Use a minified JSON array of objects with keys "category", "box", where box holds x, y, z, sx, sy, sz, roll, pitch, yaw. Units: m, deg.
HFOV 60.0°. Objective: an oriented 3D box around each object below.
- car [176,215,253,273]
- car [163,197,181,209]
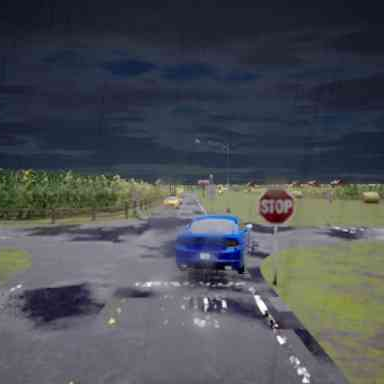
[{"category":"car","box":[0.892,1.483,10.847,1.882,1.535,5.008,0,0,13]},{"category":"car","box":[-2.834,1.450,45.594,1.882,1.535,5.008,0,0,0]}]
